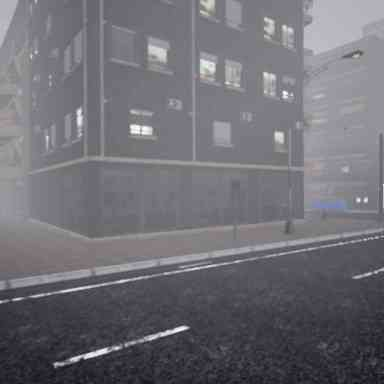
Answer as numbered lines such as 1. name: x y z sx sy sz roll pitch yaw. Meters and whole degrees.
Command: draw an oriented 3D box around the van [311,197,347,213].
1. van: 15.986 1.437 38.879 1.690 1.788 3.998 -2 0 -36
